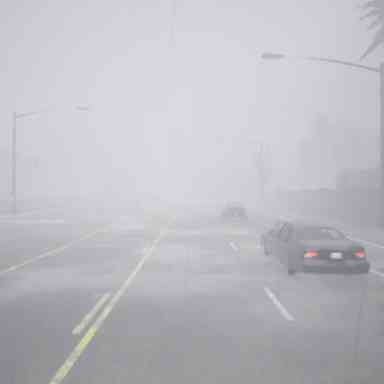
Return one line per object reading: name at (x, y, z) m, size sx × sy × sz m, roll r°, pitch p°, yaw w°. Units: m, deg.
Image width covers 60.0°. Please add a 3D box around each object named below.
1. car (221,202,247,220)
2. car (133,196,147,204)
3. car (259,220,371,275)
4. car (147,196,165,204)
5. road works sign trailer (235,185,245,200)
car at (3.547, 1.553, 28.345) m, size 1.812 × 1.442 × 4.674 m, roll 0°, pitch 0°, yaw 1°
car at (-9.491, 1.411, 62.283) m, size 1.882 × 1.535 × 5.008 m, roll 0°, pitch 0°, yaw 10°
car at (3.520, 1.600, 10.607) m, size 2.033 × 1.411 × 5.357 m, roll 0°, pitch 0°, yaw 0°
car at (-6.203, 1.451, 60.822) m, size 1.812 × 1.442 × 4.674 m, roll 0°, pitch 0°, yaw 9°
road works sign trailer at (12.791, 0.124, 85.897) m, size 2.880 × 3.560 × 2.380 m, roll -1°, pitch -1°, yaw -43°
